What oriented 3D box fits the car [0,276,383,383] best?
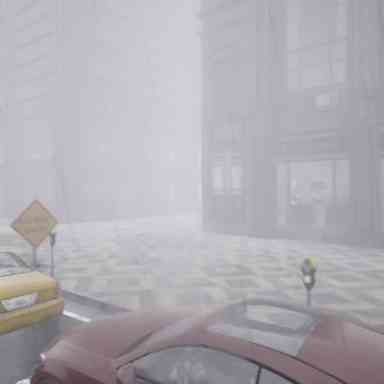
[{"bbox_3d":[0.408,1.581,2.683,4.206,1.307,1.802,0,0,36],"label":"car"}]

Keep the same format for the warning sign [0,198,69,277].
[{"bbox_3d":[-4.142,1.113,8.790,1.060,1.860,1.300,0,0,36],"label":"warning sign"}]

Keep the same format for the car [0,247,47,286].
[{"bbox_3d":[-4.305,1.524,6.076,4.829,1.417,1.752,0,0,36],"label":"car"}]
